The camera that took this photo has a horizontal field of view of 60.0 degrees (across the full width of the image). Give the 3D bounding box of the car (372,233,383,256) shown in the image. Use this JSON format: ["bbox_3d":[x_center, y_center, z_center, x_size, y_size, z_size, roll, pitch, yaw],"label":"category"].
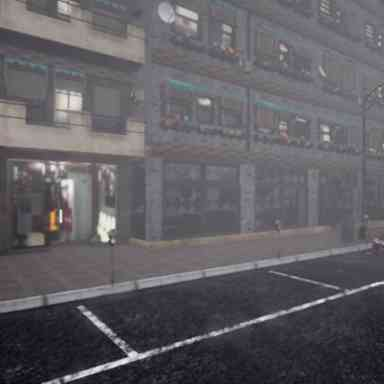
[{"bbox_3d":[8.552,1.733,12.659,4.206,1.307,1.802,1,-1,-35],"label":"car"}]
